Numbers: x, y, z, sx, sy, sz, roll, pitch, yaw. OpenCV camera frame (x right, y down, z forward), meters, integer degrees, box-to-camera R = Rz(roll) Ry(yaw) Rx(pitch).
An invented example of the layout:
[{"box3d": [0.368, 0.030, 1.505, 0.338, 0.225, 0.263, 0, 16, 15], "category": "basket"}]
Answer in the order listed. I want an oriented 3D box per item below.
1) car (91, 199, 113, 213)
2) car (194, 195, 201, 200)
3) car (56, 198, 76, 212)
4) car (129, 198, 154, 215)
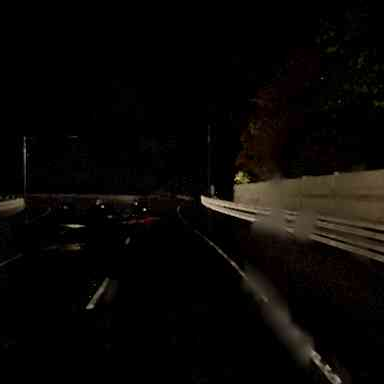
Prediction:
[{"box3d": [-9.105, 1.371, 33.559, 1.994, 1.385, 4.181, 0, 0, -18], "category": "car"}, {"box3d": [1.614, 1.586, 93.295, 1.994, 1.385, 4.181, 0, -3, 8], "category": "car"}, {"box3d": [-13.337, 1.340, 35.179, 1.812, 1.442, 4.674, 0, 0, -20], "category": "car"}, {"box3d": [-4.862, 1.304, 31.764, 1.837, 1.490, 4.892, 0, 0, -16], "category": "car"}]
